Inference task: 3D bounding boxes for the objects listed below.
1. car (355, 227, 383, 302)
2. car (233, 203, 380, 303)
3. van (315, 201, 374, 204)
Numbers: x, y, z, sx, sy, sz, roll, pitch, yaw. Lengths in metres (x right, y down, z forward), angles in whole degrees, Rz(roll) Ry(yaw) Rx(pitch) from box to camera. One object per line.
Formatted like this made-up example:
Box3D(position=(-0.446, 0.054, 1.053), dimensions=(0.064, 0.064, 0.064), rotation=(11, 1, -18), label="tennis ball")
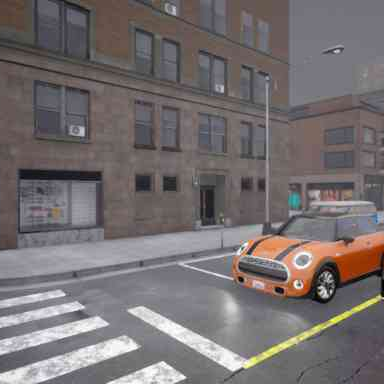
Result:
Box3D(position=(5.369, 1.468, 6.373), dimensions=(4.902, 1.511, 2.128), rotation=(0, 0, -40), label="car")
Box3D(position=(3.131, 1.321, 8.269), dimensions=(4.553, 1.767, 2.097), rotation=(0, 0, -38), label="car")
Box3D(position=(6.410, 1.280, 14.251), dimensions=(3.998, 1.788, 1.690), rotation=(0, 0, -40), label="van")
